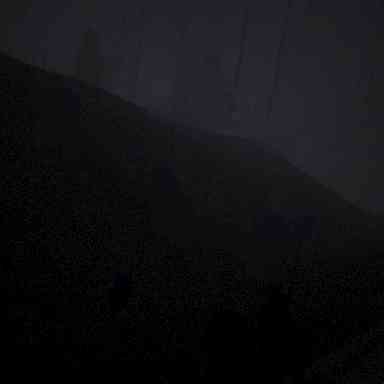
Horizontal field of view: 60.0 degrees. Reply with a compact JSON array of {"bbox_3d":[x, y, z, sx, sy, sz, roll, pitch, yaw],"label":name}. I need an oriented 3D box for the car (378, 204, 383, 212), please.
[{"bbox_3d":[26.852,2.089,45.072,1.994,1.385,4.181,-1,-1,14],"label":"car"}]
